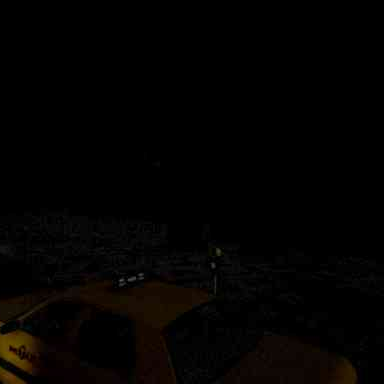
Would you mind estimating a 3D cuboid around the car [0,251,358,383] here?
[{"bbox_3d":[-0.854,1.525,3.577,4.829,1.417,1.752,0,0,36],"label":"car"}]
